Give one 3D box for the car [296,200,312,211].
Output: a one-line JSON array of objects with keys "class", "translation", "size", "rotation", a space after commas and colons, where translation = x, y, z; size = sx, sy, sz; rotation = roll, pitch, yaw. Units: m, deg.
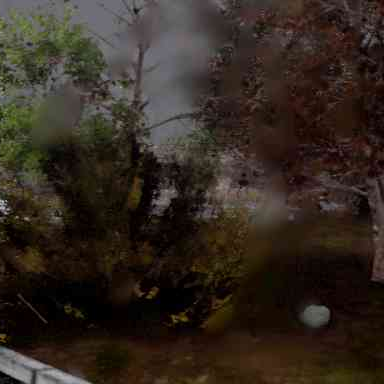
[{"class": "car", "translation": [11.910, 1.183, 35.323], "size": [1.837, 1.490, 4.892], "rotation": [2, 1, 39]}]
